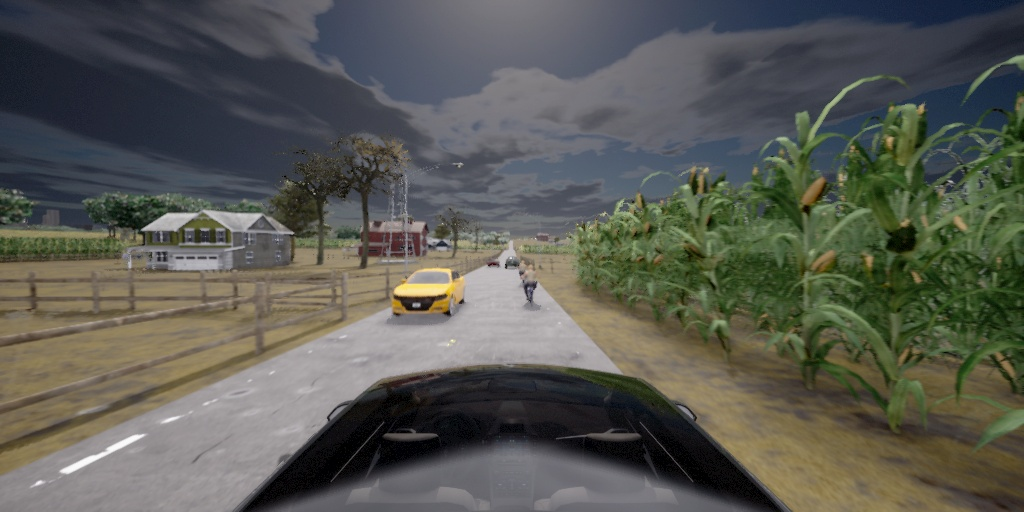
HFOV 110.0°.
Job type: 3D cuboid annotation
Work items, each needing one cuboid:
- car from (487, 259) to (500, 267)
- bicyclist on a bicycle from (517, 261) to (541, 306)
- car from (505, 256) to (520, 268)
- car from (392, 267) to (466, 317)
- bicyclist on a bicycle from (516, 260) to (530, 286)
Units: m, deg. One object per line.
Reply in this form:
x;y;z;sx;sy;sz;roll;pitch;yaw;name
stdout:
-2.828;1.080;55.839;1.895;1.301;4.718;0;0;1;car
0.757;1.143;14.529;0.866;1.612;1.509;0;0;0;bicyclist on a bicycle
0.059;0.850;53.198;2.097;1.767;4.553;0;0;0;car
-2.855;1.188;13.210;1.882;1.535;5.008;0;0;0;car
0.727;1.103;23.551;0.866;1.612;1.509;0;1;0;bicyclist on a bicycle
